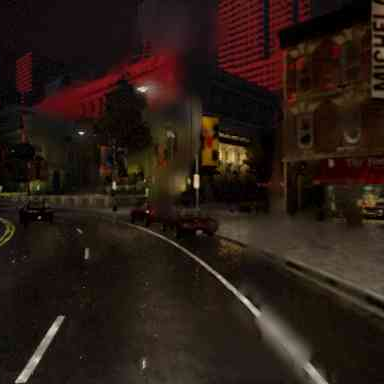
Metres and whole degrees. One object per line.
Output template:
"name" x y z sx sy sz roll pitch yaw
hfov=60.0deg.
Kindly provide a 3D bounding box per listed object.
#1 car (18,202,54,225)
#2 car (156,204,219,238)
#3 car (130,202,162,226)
"car" -11.069 1.443 23.549 2.128 1.511 4.902 0 0 -31
"car" -0.330 1.510 17.172 1.895 1.301 4.718 0 0 -17
"car" -2.740 1.424 22.371 2.002 1.452 4.674 -1 0 -27
